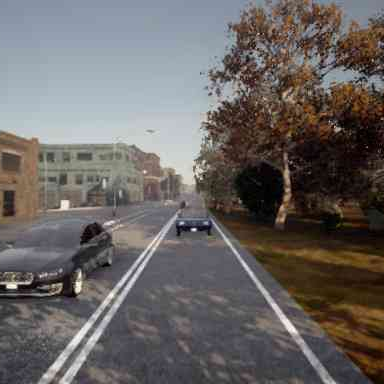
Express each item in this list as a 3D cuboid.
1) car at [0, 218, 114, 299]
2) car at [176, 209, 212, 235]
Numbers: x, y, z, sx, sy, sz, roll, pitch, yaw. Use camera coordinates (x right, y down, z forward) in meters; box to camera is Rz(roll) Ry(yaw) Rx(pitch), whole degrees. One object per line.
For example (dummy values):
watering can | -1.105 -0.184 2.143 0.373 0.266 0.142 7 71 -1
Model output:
car | -3.349 1.506 8.618 1.837 1.490 4.892 0 0 0
car | 0.101 1.628 19.010 1.895 1.301 4.718 0 0 0
